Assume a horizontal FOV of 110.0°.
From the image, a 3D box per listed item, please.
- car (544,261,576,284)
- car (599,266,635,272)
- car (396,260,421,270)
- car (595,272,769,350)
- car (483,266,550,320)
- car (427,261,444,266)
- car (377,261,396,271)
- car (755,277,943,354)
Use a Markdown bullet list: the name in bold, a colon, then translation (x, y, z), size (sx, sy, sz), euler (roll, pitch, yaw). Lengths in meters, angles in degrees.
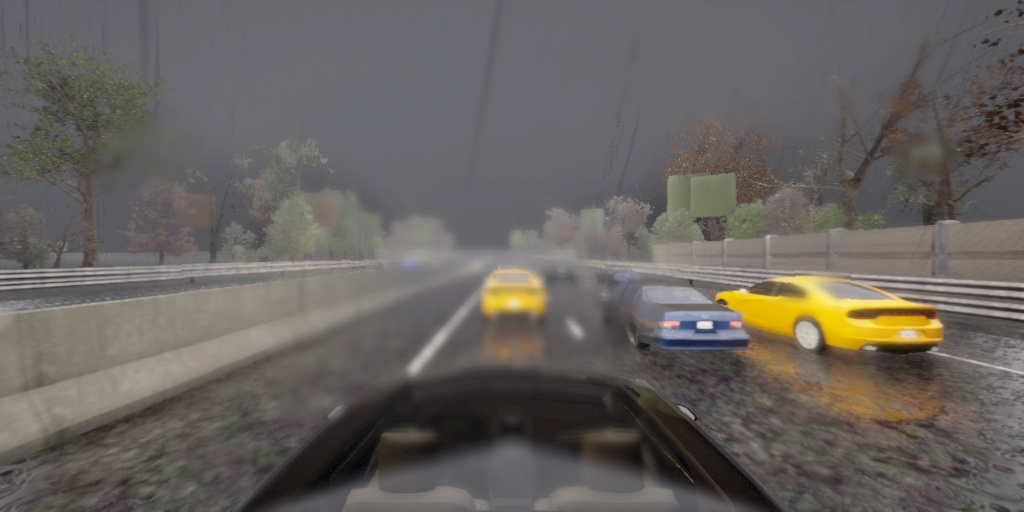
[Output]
- **car**: translation (3.570, 1.150, 27.471), size (2.097, 1.767, 4.553), euler (0, 0, 0)
- **car**: translation (7.046, 1.341, 24.061), size (2.033, 1.411, 5.357), euler (0, 0, 1)
- **car**: translation (-14.090, 1.315, 50.014), size (1.882, 1.535, 5.008), euler (0, 0, 0)
- **car**: translation (3.544, 1.312, 9.070), size (2.033, 1.411, 5.357), euler (0, 0, 0)
- **car**: translation (0.070, 1.250, 12.696), size (1.882, 1.535, 5.008), euler (0, -1, 0)
- **car**: translation (-10.588, 1.385, 50.124), size (2.033, 1.411, 5.357), euler (0, 0, 0)
- **car**: translation (-17.588, 1.402, 50.879), size (1.994, 1.385, 4.181), euler (0, 0, 0)
- **car**: translation (7.043, 1.242, 8.822), size (1.882, 1.535, 5.008), euler (0, 0, 0)
